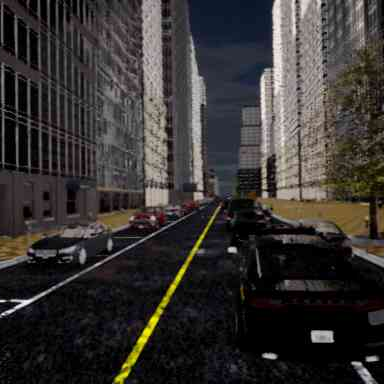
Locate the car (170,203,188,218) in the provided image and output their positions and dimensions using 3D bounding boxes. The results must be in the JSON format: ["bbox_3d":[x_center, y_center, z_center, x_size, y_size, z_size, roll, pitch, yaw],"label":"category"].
[{"bbox_3d":[-1.944,1.975,34.974,2.008,1.369,4.403,-1,-1,6],"label":"car"}]

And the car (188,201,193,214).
[{"bbox_3d":[-1.365,2.019,40.633,1.887,1.381,4.507,-1,-1,6],"label":"car"}]

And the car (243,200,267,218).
[{"bbox_3d":[6.387,1.682,34.101,1.967,1.590,4.097,-1,-1,6],"label":"car"}]

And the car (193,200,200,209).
[{"bbox_3d":[0.374,2.171,57.611,1.887,1.381,4.507,-1,-1,6],"label":"car"}]

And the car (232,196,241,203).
[{"bbox_3d":[12.180,2.072,90.694,2.192,1.841,5.009,-1,-1,6],"label":"car"}]

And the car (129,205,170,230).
[{"bbox_3d":[-3.104,1.764,23.657,1.967,1.590,4.097,-1,-1,6],"label":"car"}]

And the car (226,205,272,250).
[{"bbox_3d":[2.748,1.626,16.193,1.837,1.490,4.892,-1,-1,6],"label":"car"}]

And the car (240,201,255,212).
[{"bbox_3d":[7.548,1.924,45.418,1.802,1.307,4.206,-1,-1,6],"label":"car"}]

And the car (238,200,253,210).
[{"bbox_3d":[8.127,1.944,51.078,2.008,1.369,4.403,-1,-1,6],"label":"car"}]

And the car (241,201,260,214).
[{"bbox_3d":[6.968,1.836,39.759,1.887,1.381,4.507,-1,-1,6],"label":"car"}]

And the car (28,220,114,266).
[{"bbox_3d":[-4.262,1.775,12.337,2.008,1.369,4.403,-1,-1,6],"label":"car"}]

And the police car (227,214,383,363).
[{"bbox_3d":[1.740,1.460,6.355,1.930,1.638,5.238,-1,-1,6],"label":"police car"}]

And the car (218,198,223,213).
[{"bbox_3d":[4.622,1.882,43.096,1.837,1.490,4.892,-1,-1,6],"label":"car"}]

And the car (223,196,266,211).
[{"bbox_3d":[3.357,1.399,22.194,2.150,2.045,5.566,-1,-1,6],"label":"car"}]

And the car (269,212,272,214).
[{"bbox_3d":[4.071,1.593,11.464,2.008,1.369,4.403,-1,-1,6],"label":"car"}]

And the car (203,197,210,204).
[{"bbox_3d":[3.851,2.489,91.567,2.008,1.369,4.403,-1,-1,6],"label":"car"}]

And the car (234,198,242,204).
[{"bbox_3d":[11.042,2.179,79.542,1.752,1.417,4.829,-1,-1,6],"label":"car"}]

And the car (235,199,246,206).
[{"bbox_3d":[9.866,2.114,68.054,1.947,1.339,4.313,-1,-1,6],"label":"car"}]
